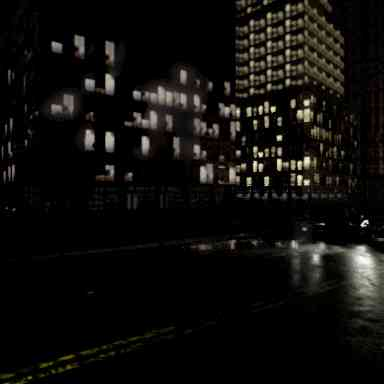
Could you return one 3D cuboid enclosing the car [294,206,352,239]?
[{"bbox_3d":[7.298,1.507,17.406,4.902,1.511,2.128,0,0,-38],"label":"car"}]

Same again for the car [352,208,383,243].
[{"bbox_3d":[9.478,1.364,14.992,4.553,1.767,2.097,0,0,-38],"label":"car"}]
